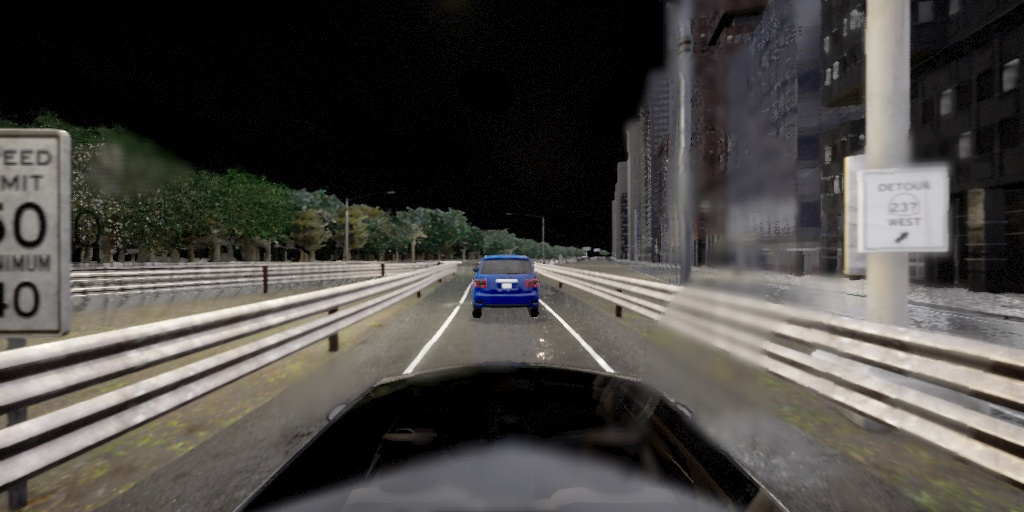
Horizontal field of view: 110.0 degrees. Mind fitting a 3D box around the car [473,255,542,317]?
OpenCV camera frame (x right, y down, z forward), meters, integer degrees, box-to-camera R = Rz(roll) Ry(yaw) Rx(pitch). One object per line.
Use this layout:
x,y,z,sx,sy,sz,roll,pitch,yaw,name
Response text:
-0.288,0.995,13.466,2.150,2.045,5.566,0,0,-3,car
